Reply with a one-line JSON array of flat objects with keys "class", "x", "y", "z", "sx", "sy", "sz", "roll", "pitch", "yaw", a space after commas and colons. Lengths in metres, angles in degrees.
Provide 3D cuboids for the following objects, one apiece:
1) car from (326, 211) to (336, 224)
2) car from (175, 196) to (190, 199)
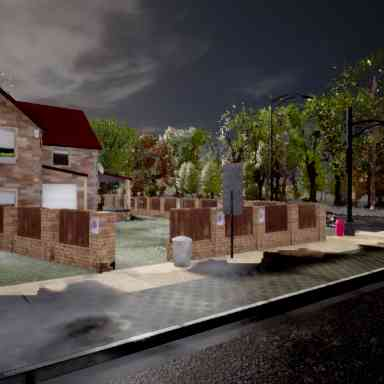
[{"class": "car", "x": 7.684, "y": 1.469, "z": 23.349, "sx": 1.812, "sy": 1.442, "sz": 4.674, "roll": 0, "pitch": 0, "yaw": -36}, {"class": "car", "x": -1.617, "y": 1.355, "z": 47.781, "sx": 1.837, "sy": 1.490, "sz": 4.892, "roll": 0, "pitch": 1, "yaw": -36}]
